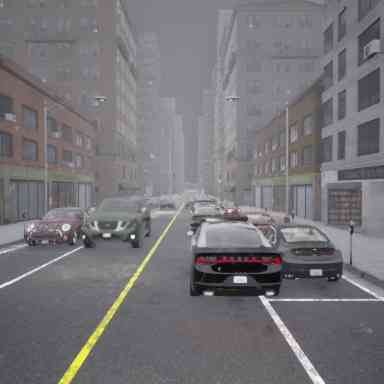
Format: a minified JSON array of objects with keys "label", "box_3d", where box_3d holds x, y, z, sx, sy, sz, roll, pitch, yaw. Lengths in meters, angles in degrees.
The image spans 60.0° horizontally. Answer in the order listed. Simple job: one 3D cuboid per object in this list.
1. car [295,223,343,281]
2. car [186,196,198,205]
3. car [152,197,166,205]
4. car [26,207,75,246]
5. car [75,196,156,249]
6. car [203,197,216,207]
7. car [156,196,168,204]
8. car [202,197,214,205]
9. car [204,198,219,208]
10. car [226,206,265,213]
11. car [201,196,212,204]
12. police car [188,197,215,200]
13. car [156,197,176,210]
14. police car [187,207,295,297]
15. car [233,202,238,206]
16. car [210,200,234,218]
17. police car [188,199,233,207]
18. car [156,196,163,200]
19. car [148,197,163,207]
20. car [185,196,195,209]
[{"label":"car","box_3d":[2.748,1.549,9.550,2.008,1.369,4.403,-1,0,0]},{"label":"car","box_3d":[-0.015,1.510,58.960,2.128,1.511,4.902,0,0,0]},{"label":"car","box_3d":[-5.788,1.569,59.095,2.008,1.369,4.403,-1,0,0]},{"label":"car","box_3d":[-5.780,1.439,15.053,1.967,1.590,4.097,-1,0,0]},{"label":"car","box_3d":[-3.104,1.220,14.884,2.150,2.045,5.566,0,0,0]},{"label":"car","box_3d":[2.738,1.559,53.591,1.887,1.381,4.507,-1,0,0]},{"label":"car","box_3d":[-5.789,1.567,64.600,1.887,1.381,4.507,-1,0,0]},{"label":"car","box_3d":[2.737,1.563,59.096,1.887,1.381,4.507,-1,0,0]},{"label":"car","box_3d":[2.740,1.577,48.086,1.947,1.339,4.313,-1,0,0]},{"label":"car","box_3d":[2.747,1.544,15.055,1.887,1.381,4.507,-1,0,0]},{"label":"car","box_3d":[2.736,1.567,64.602,1.887,1.381,4.507,-1,0,0]},{"label":"police car","box_3d":[0.892,1.426,24.762,1.930,1.638,5.238,0,0,0]},{"label":"car","box_3d":[-3.011,1.608,41.916,1.895,1.301,4.718,0,0,0]},{"label":"police car","box_3d":[0.896,1.424,8.761,1.930,1.638,5.238,0,0,0]},{"label":"car","box_3d":[2.743,1.441,26.066,1.967,1.590,4.097,-1,0,0]},{"label":"car","box_3d":[2.743,1.548,31.571,1.887,1.381,4.507,-1,0,0]},{"label":"police car","box_3d":[0.890,1.425,18.762,1.930,1.638,5.238,0,0,0]},{"label":"car","box_3d":[-5.787,1.451,48.084,1.967,1.590,4.097,-1,0,0]},{"label":"car","box_3d":[-5.787,1.580,53.590,1.947,1.339,4.313,-1,0,0]},{"label":"car","box_3d":[-0.001,1.535,45.195,1.812,1.442,4.674,0,0,0]}]
